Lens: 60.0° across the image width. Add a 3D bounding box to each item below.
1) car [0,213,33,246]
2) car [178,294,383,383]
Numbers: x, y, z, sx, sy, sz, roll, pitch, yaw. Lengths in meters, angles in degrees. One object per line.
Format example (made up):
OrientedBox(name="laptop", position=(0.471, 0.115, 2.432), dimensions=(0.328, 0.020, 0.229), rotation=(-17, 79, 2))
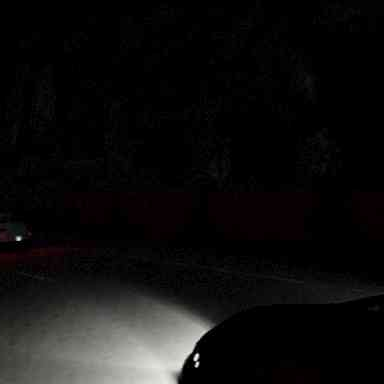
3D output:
OrientedBox(name="car", position=(-8.761, 1.631, 14.526), dimensions=(4.674, 1.442, 1.812), rotation=(0, 0, 35))
OrientedBox(name="car", position=(1.917, 1.563, 2.632), dimensions=(4.181, 1.385, 1.994), rotation=(0, 0, 35))
